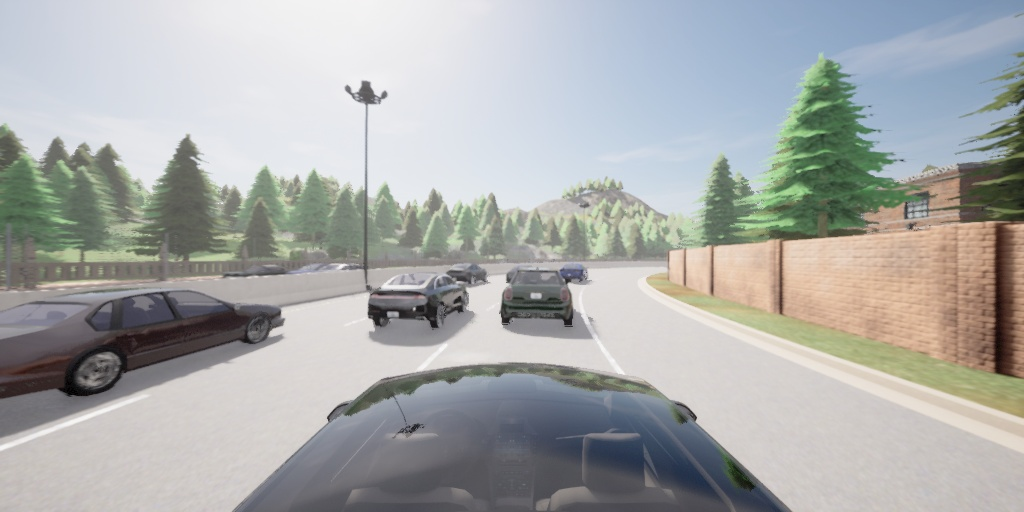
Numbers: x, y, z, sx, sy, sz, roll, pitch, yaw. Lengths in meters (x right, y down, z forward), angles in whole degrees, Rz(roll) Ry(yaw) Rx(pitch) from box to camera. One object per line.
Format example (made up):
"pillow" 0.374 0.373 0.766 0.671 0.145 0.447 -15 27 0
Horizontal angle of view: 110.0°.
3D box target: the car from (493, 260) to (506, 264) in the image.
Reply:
"car" -1.695 1.470 63.105 2.033 1.411 5.357 0 0 34

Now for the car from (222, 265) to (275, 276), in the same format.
"car" -18.096 1.327 25.905 1.895 1.301 4.718 0 0 13

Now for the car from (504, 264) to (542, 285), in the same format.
"car" 0.951 1.398 28.487 1.994 1.385 4.181 0 0 17

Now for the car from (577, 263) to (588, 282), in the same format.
"car" 5.299 1.340 30.489 1.882 1.535 5.008 0 0 19

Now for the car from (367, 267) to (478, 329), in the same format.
"car" -2.705 1.256 11.330 2.128 1.511 4.902 0 0 6

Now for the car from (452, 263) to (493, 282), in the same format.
"car" -3.245 1.311 26.637 1.837 1.490 4.892 0 0 15

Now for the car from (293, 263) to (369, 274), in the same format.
"car" -11.405 1.246 23.647 2.128 1.511 4.902 0 0 13

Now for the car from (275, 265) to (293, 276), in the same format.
"car" -14.385 1.273 26.333 1.812 1.442 4.674 0 0 15

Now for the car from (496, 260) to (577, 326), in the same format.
"car" 0.923 1.137 12.081 2.097 1.767 4.553 0 0 7

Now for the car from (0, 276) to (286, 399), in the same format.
"car" -6.694 1.276 6.486 2.033 1.411 5.357 0 0 3
